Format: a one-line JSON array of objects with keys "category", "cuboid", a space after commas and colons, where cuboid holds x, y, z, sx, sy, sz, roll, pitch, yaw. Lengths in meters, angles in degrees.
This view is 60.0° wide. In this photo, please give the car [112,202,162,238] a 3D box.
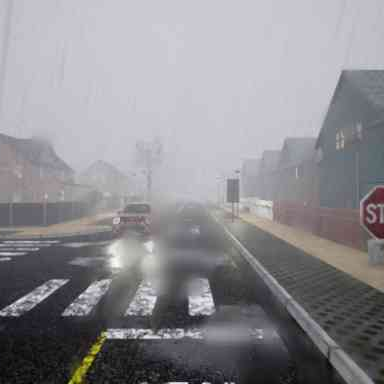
[{"category": "car", "cuboid": [-2.789, 1.355, 17.640, 2.097, 1.767, 4.553, 0, 0, 0]}]
